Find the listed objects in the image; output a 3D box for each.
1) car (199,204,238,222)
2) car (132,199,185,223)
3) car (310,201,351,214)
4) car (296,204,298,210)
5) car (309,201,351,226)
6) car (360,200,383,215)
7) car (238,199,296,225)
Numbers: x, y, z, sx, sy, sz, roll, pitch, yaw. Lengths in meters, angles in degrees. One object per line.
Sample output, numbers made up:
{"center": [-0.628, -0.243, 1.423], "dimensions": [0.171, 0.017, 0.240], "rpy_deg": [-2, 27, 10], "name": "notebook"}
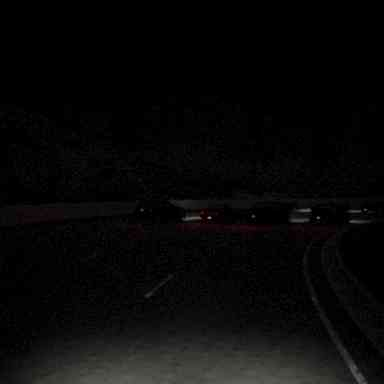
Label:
{"center": [2.626, 1.628, 26.408], "dimensions": [1.895, 1.301, 4.718], "rpy_deg": [0, 0, 37], "name": "car"}
{"center": [-2.450, 1.348, 25.563], "dimensions": [2.097, 1.767, 4.553], "rpy_deg": [0, 0, 32], "name": "car"}
{"center": [15.848, 1.713, 37.914], "dimensions": [4.718, 1.301, 1.895], "rpy_deg": [0, 0, -30], "name": "car"}
{"center": [10.300, 1.571, 38.742], "dimensions": [4.902, 1.511, 2.128], "rpy_deg": [0, 0, -36], "name": "car"}
{"center": [10.134, 1.597, 24.442], "dimensions": [1.812, 1.442, 4.674], "rpy_deg": [0, 0, 41], "name": "car"}
{"center": [20.611, 1.645, 36.410], "dimensions": [4.892, 1.490, 1.837], "rpy_deg": [0, -1, -26], "name": "car"}
{"center": [5.629, 1.522, 24.499], "dimensions": [1.882, 1.535, 5.008], "rpy_deg": [0, 0, 37], "name": "car"}
